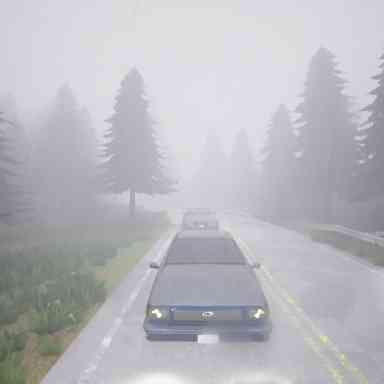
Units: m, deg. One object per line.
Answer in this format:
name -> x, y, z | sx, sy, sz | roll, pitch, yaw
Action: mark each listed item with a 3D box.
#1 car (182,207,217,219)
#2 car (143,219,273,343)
car -> 0.410, 1.584, 19.144 | 1.994, 1.385, 4.181 | 0, 0, -2
car -> 0.254, 1.557, 7.059 | 2.033, 1.411, 5.357 | 0, 0, 1
